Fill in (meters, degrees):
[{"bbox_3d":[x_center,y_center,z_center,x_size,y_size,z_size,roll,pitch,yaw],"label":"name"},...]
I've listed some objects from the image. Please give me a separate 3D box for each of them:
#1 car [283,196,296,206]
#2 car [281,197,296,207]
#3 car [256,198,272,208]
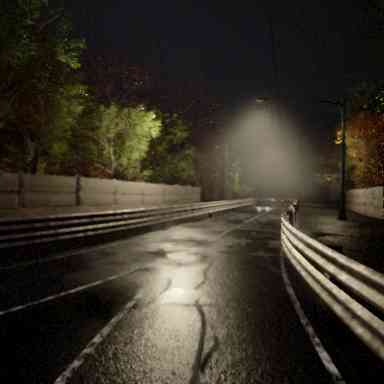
[{"bbox_3d":[18.937,1.699,64.506,2.097,1.767,4.553,1,-1,18],"label":"car"},{"bbox_3d":[15.681,1.723,54.750,2.128,1.511,4.902,1,0,18],"label":"car"},{"bbox_3d":[11.361,1.708,52.234,1.994,1.385,4.181,1,0,19],"label":"car"}]
